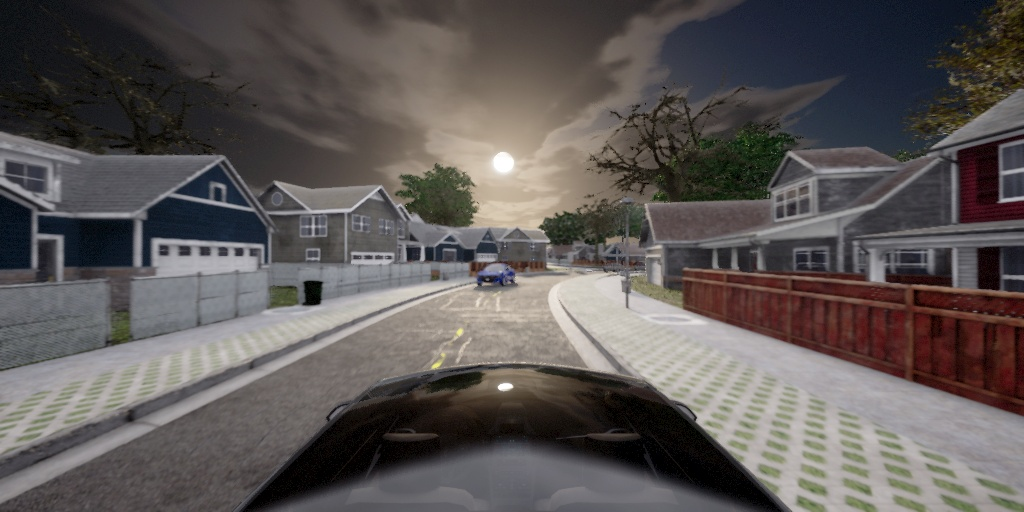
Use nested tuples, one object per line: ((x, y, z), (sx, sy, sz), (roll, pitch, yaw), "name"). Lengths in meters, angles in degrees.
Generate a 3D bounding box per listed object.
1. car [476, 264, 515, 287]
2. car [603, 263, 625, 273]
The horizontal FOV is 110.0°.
((-1.068, 1.286, 25.663), (1.882, 1.535, 5.008), (0, -1, 12), "car")
((15.564, 1.763, 54.724), (2.128, 1.511, 4.902), (0, -1, 40), "car")
